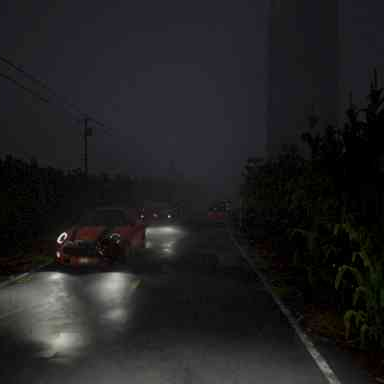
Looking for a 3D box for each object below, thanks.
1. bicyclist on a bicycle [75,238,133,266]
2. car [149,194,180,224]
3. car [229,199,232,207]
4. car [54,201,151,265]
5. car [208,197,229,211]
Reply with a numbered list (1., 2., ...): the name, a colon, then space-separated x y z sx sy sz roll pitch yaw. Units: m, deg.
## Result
1. bicyclist on a bicycle: -2.267 1.605 8.860 1.656 0.582 1.620 19 -32 -13
2. car: -2.246 1.219 25.237 2.150 2.045 5.566 0 0 5
3. car: 4.940 1.491 50.517 2.128 1.511 4.902 0 0 11
4. car: -2.951 1.354 11.600 2.097 1.767 4.553 0 0 2
5. car: 3.117 1.601 40.348 1.895 1.301 4.718 0 0 10
